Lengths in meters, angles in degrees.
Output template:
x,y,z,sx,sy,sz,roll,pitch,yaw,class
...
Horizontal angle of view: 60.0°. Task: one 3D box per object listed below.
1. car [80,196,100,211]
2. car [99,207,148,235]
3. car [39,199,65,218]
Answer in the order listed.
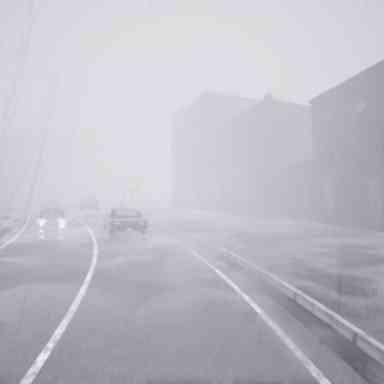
x,y,z,sx,sy,sz,roll,pitch,yaw,class
-11.834,1.191,38.499,2.097,1.767,4.553,1,0,-18,car
-3.845,1.575,18.561,1.895,1.301,4.718,1,0,-20,car
-11.863,1.349,28.186,1.812,1.442,4.674,2,0,-24,car
